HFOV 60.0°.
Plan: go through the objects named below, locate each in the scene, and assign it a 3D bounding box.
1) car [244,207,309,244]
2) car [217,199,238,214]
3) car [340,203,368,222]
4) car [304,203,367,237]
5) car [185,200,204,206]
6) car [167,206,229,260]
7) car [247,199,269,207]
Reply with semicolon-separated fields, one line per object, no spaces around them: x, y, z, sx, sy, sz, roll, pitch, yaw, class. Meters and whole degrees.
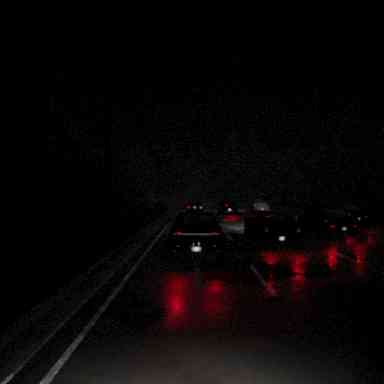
3.672;1.594;15.751;1.895;1.301;4.718;0;0;0;car
3.746;1.483;35.324;1.837;1.490;4.892;0;1;0;car
10.710;1.526;23.634;1.812;1.442;4.674;0;0;0;car
7.181;1.524;17.956;1.812;1.442;4.674;0;0;0;car
0.248;1.518;33.859;2.033;1.411;5.357;0;0;0;car
0.150;1.481;12.345;2.128;1.511;4.902;0;0;0;car
7.234;1.508;36.676;1.812;1.442;4.674;0;0;0;car
